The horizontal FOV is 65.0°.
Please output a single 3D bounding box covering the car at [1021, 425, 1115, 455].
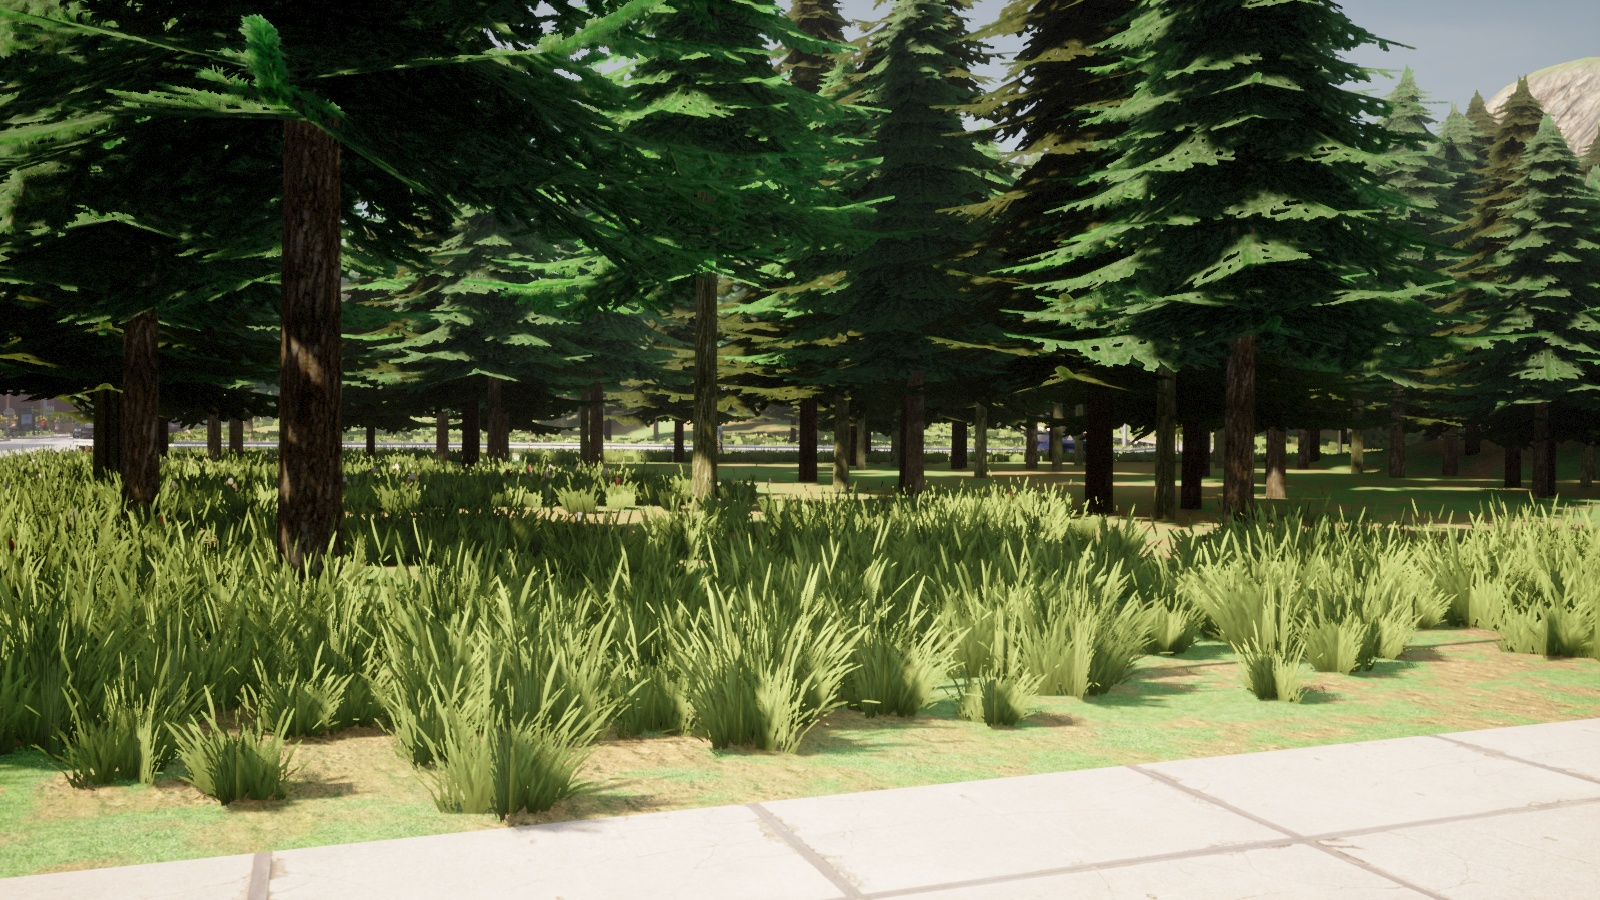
[{"bbox_3d":[15.093,-0.577,70.702,4.856,1.649,2.033,-1,1,-22],"label":"car"}]
